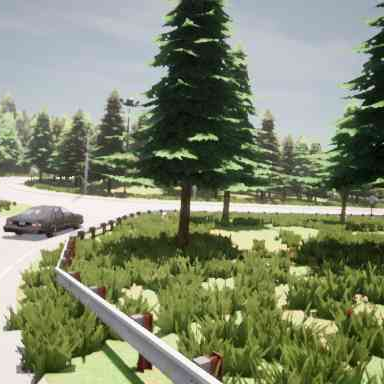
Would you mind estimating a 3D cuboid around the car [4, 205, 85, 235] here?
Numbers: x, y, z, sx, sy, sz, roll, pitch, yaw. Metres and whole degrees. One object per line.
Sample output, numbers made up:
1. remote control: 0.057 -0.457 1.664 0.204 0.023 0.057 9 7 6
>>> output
1. car: -7.410 1.408 17.304 2.033 1.411 5.357 4 1 3
